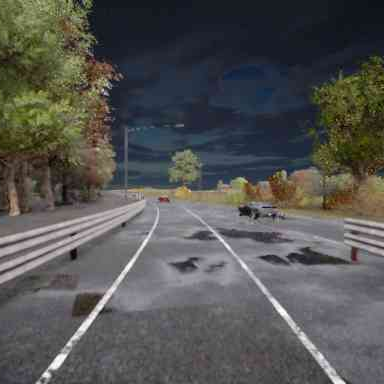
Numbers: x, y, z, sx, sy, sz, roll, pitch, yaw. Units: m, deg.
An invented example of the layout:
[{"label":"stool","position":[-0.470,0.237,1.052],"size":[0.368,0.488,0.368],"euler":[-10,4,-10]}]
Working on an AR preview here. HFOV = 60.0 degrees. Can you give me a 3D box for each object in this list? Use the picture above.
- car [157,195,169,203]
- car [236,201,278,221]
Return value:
[{"label":"car","position":[-6.026,1.381,69.633],"size":[1.882,1.535,5.008],"euler":[0,0,-15]},{"label":"car","position":[5.289,1.518,27.670],"size":[2.128,1.511,4.902],"euler":[2,0,-15]}]
